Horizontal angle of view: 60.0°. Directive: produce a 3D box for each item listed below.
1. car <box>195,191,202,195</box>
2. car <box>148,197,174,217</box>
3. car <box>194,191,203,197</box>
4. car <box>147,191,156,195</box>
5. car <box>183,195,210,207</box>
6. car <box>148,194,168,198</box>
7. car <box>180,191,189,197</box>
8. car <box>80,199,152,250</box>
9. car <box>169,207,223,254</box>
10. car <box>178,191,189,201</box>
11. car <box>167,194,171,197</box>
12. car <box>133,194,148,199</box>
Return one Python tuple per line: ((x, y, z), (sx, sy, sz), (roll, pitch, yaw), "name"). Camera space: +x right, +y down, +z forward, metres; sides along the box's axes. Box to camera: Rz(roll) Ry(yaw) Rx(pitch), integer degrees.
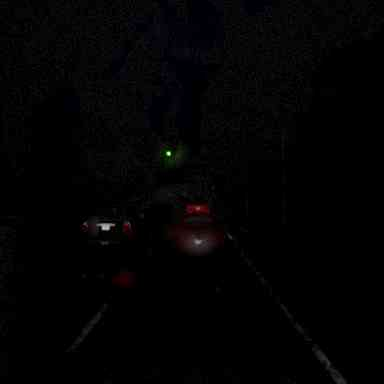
((1.433, 1.168, 75.102), (1.837, 1.490, 4.892), (0, 3, 1), "car")
((-2.888, 1.544, 32.386), (1.882, 1.535, 5.008), (0, 0, 1), "car")
((1.658, 0.532, 85.521), (2.033, 1.411, 5.357), (0, 3, 1), "car")
((-9.093, 0.964, 74.008), (2.150, 2.045, 5.566), (0, 2, 1), "car")
((0.554, 1.412, 29.555), (2.097, 1.767, 4.553), (0, 0, 1), "car")
((-5.968, 1.610, 58.769), (2.128, 1.511, 4.902), (0, 0, 2), "car")
((-1.841, 0.532, 85.596), (2.033, 1.411, 5.357), (0, 3, 1), "car")
((-3.230, 1.382, 14.705), (2.097, 1.767, 4.553), (0, 0, 1), "car")
((0.251, 1.555, 13.550), (1.812, 1.442, 4.674), (0, 0, 1), "car")
((-2.066, 1.193, 75.179), (2.128, 1.511, 4.902), (0, 3, 1), "car")
((-5.590, 1.254, 74.130), (2.128, 1.511, 4.902), (0, 2, 1), "car")
((-9.470, 1.596, 58.591), (1.882, 1.535, 5.008), (0, 0, 2), "car")
